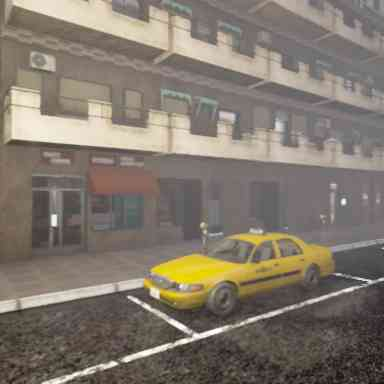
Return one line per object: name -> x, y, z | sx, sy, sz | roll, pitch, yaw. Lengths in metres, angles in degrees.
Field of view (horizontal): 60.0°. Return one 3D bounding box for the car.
car -> 1.289, 1.535, 7.478 | 4.829, 1.417, 1.752 | 0, 0, -36
